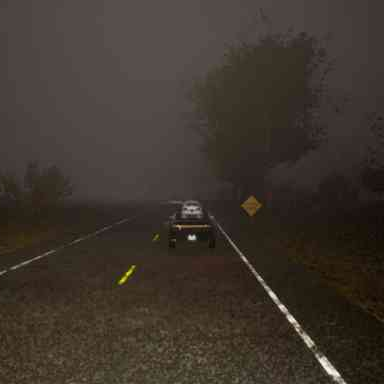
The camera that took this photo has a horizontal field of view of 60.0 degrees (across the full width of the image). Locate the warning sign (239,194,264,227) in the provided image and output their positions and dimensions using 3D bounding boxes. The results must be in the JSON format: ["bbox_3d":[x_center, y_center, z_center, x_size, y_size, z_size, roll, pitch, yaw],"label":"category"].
[{"bbox_3d":[3.574,1.097,20.043,1.300,1.860,1.060,1,1,0],"label":"warning sign"}]

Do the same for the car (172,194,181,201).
[{"bbox_3d":[-3.499,1.321,76.738,2.128,1.511,4.902,0,0,0],"label":"car"}]

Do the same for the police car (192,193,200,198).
[{"bbox_3d":[1.051,1.216,90.197,1.930,1.638,5.238,0,0,0],"label":"police car"}]

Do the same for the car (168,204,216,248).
[{"bbox_3d":[0.000,1.483,14.654,2.128,1.511,4.902,0,0,0],"label":"car"}]

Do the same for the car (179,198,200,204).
[{"bbox_3d":[0.001,1.504,29.659,1.812,1.442,4.674,0,0,0],"label":"car"}]
